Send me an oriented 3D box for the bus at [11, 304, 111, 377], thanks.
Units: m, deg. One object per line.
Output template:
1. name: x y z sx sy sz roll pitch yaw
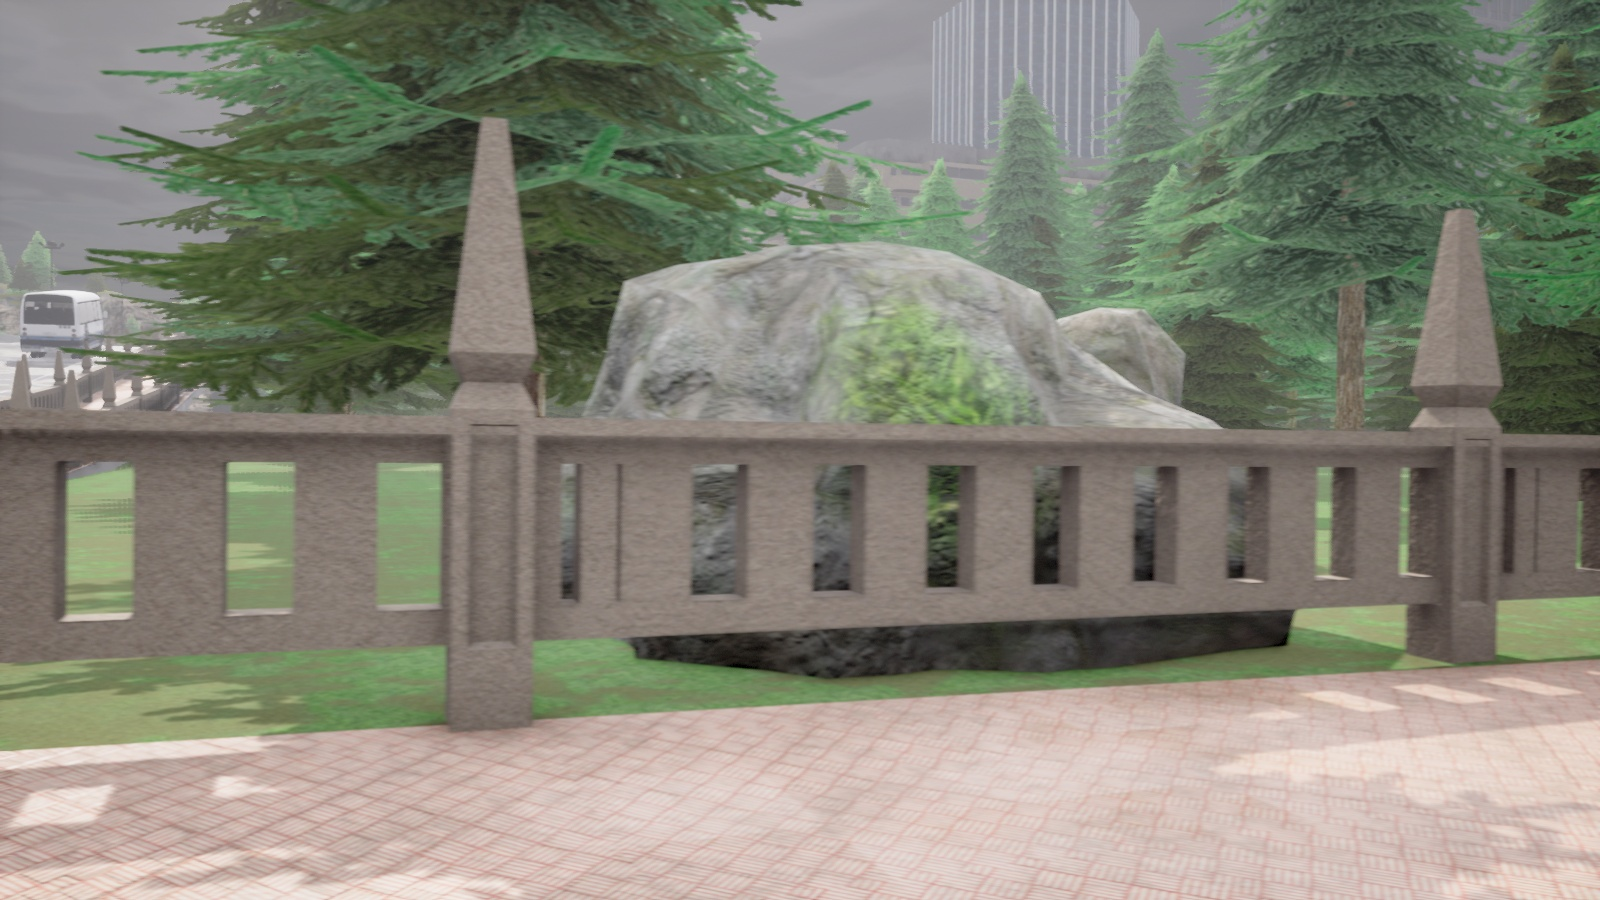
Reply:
1. bus: -48.864 -7.373 83.439 3.944 4.253 10.273 -1 8 -21
